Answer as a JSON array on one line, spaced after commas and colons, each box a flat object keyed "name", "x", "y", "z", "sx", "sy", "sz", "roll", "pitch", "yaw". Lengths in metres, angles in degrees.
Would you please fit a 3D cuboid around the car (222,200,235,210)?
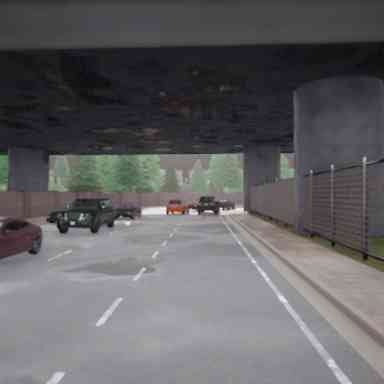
[{"name": "car", "x": 5.054, "y": 1.900, "z": 49.633, "sx": 1.837, "sy": 1.490, "sz": 4.892, "roll": 0, "pitch": 0, "yaw": 23}]

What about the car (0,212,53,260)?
[{"name": "car", "x": -6.765, "y": 1.613, "z": 11.278, "sx": 1.812, "sy": 1.442, "sz": 4.674, "roll": 0, "pitch": 0, "yaw": 2}]

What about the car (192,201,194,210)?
[{"name": "car", "x": 0.582, "y": 1.981, "z": 48.008, "sx": 1.895, "sy": 1.301, "sz": 4.718, "roll": 0, "pitch": 0, "yaw": 18}]

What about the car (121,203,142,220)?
[{"name": "car", "x": -5.991, "y": 1.794, "z": 31.424, "sx": 2.033, "sy": 1.411, "sz": 5.357, "roll": 0, "pitch": 0, "yaw": 3}]

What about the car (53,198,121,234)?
[{"name": "car", "x": -6.426, "y": 1.385, "z": 20.925, "sx": 2.150, "sy": 2.045, "sz": 5.566, "roll": 0, "pitch": -1, "yaw": 2}]

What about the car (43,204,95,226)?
[{"name": "car", "x": -9.703, "y": 1.756, "z": 26.776, "sx": 2.033, "sy": 1.411, "sz": 5.357, "roll": 0, "pitch": 0, "yaw": 3}]

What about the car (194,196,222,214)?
[{"name": "car", "x": 1.987, "y": 1.534, "z": 39.360, "sx": 2.150, "sy": 2.045, "sz": 5.566, "roll": 0, "pitch": 0, "yaw": 9}]

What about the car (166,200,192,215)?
[{"name": "car", "x": -1.641, "y": 1.657, "z": 38.644, "sx": 2.097, "sy": 1.767, "sz": 4.553, "roll": 0, "pitch": 0, "yaw": 8}]
